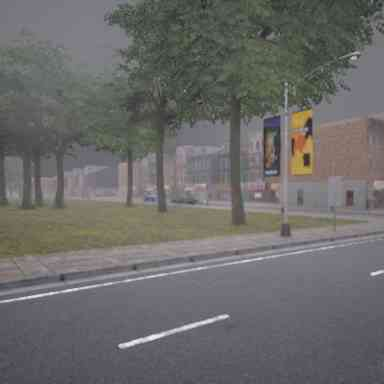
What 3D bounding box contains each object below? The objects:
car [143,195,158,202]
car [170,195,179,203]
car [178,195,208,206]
[{"bbox_3d":[-8.233,1.267,67.076,1.882,1.535,5.008,0,0,-36],"label":"car"},{"bbox_3d":[-2.068,1.317,58.543,2.128,1.511,4.902,0,0,-35],"label":"car"},{"bbox_3d":[0.510,1.345,49.984,2.128,1.511,4.902,0,0,-35],"label":"car"}]
